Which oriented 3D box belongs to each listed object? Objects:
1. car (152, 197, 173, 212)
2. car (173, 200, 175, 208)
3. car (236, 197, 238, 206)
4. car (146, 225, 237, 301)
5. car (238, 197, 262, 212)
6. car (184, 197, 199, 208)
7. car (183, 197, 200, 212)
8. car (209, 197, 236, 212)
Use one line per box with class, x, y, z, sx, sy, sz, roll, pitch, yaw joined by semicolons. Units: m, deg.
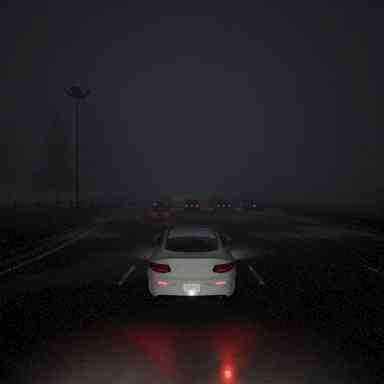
car;-3.530;1.526;39.204;1.812;1.442;4.674;0;0;0
car;-3.537;1.491;49.207;2.128;1.511;4.902;0;0;0
car;6.963;1.526;49.215;1.812;1.442;4.674;0;0;0
car;-0.006;1.526;8.181;1.812;1.442;4.674;0;0;0
car;6.970;1.564;39.212;1.994;1.385;4.181;0;0;0
car;-0.037;1.491;49.209;2.128;1.511;4.902;0;0;0
car;-0.029;1.547;38.790;2.033;1.411;5.357;0;0;0
car;3.471;1.547;38.793;2.033;1.411;5.357;0;0;0
